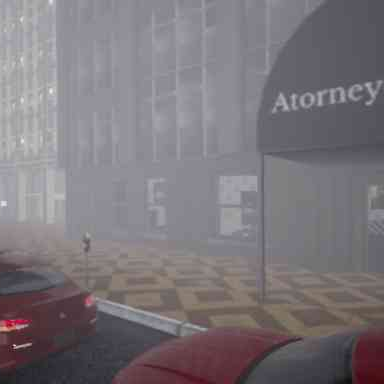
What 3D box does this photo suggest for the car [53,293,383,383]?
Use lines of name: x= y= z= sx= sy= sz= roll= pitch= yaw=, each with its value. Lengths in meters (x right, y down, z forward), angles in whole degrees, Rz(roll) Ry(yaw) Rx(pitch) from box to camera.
car: x=1.385 y=1.545 z=1.896 sx=4.507 sy=1.381 sz=1.887 roll=0 pitch=-1 yaw=35

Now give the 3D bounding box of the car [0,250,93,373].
car: x=-3.209 y=1.584 z=5.170 sx=4.206 sy=1.307 sz=1.802 roll=0 pitch=-1 yaw=35
